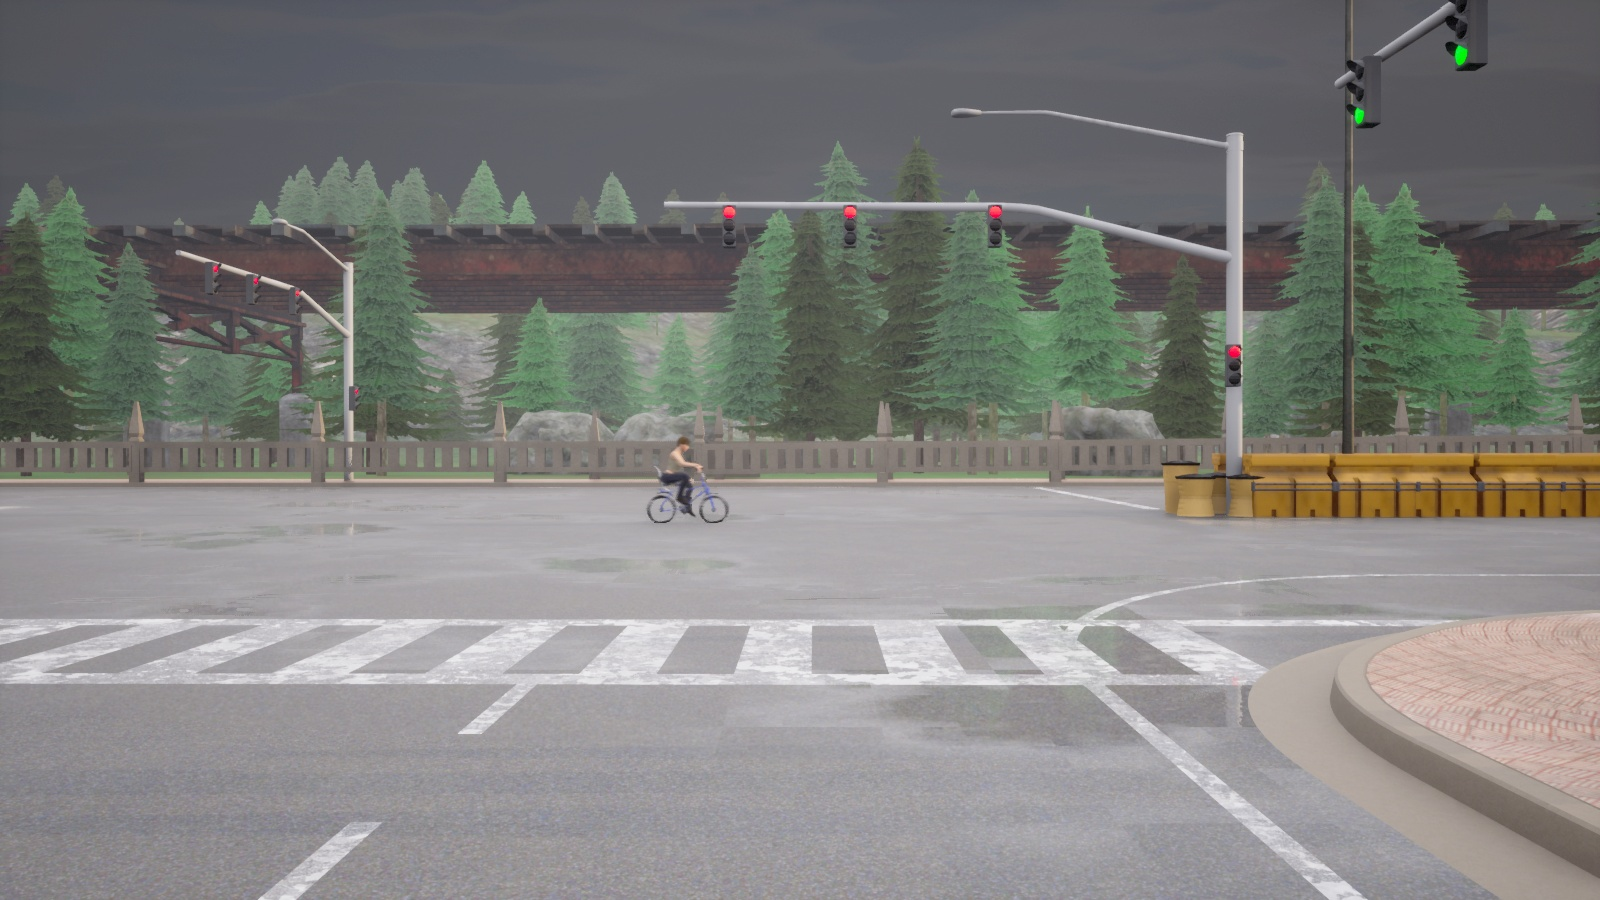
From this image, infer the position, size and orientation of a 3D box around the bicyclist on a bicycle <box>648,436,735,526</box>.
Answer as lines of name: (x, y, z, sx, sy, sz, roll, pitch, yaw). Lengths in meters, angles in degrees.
bicyclist on a bicycle: (-1.975, 0.552, 22.959, 1.509, 1.612, 0.866, 0, 0, 0)
